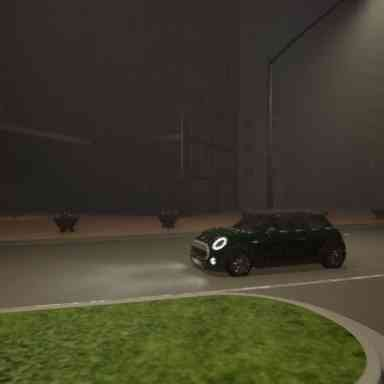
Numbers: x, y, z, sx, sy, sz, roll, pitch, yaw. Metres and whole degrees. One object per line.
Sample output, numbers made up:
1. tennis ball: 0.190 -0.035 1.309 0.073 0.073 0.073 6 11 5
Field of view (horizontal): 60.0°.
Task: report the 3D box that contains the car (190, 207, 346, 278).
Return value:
1. car: 2.264 1.352 10.070 4.553 1.767 2.097 0 0 -18
